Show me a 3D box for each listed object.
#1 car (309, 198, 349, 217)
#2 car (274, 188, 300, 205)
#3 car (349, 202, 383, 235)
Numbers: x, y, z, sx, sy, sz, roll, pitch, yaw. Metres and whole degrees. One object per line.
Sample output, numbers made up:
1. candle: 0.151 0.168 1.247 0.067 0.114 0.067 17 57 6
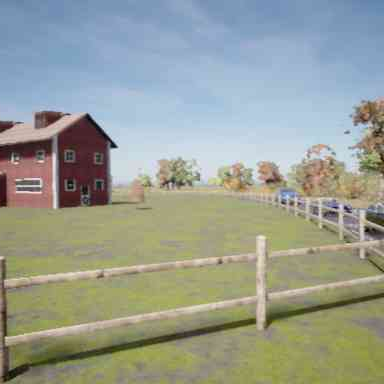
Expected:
1. car: 10.242 1.103 24.867 1.895 1.301 4.718 -1 1 6
2. car: 11.508 0.477 40.651 2.150 2.045 5.566 -1 0 3
3. car: 8.655 1.173 14.045 2.128 1.511 4.902 -1 1 9
